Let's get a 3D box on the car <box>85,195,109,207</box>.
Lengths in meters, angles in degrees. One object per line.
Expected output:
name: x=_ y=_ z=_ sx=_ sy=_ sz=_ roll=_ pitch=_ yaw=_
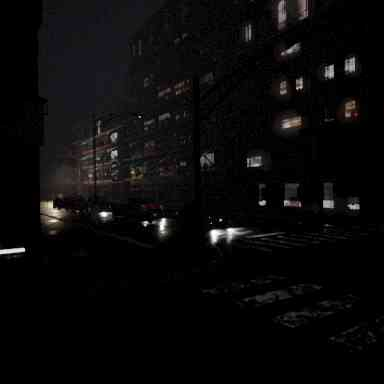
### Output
car: x=-13.821 y=1.266 z=48.271 sx=1.837 sy=1.490 sz=4.892 roll=-1 pitch=1 yaw=-34

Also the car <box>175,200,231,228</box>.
car: x=0.618 y=1.507 z=21.743 sx=1.994 sy=1.385 sz=4.181 roll=-1 pitch=1 yaw=-34

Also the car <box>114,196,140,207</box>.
car: x=-9.025 y=1.265 z=45.964 sx=1.752 sy=1.417 sz=4.829 roll=-1 pitch=1 yaw=-35

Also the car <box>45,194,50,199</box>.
car: x=-34.797 y=1.074 z=83.413 sx=1.752 sy=1.417 sz=4.829 roll=-1 pitch=1 yaw=-35

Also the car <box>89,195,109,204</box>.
car: x=-15.468 y=1.216 z=55.326 sx=1.752 sy=1.417 sz=4.829 roll=-1 pitch=1 yaw=-35

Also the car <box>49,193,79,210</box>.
car: x=-15.829 y=1.312 z=41.072 sx=1.967 sy=1.590 sz=4.097 roll=-1 pitch=1 yaw=-35

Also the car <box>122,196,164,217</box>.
car: x=-4.277 y=1.257 z=28.848 sx=2.097 sy=1.767 sz=4.553 roll=-1 pitch=1 yaw=-35

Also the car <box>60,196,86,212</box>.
car: x=-12.607 y=1.448 z=36.391 sx=2.008 sy=1.369 sz=4.403 roll=-1 pitch=1 yaw=-35

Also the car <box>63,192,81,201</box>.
car: x=-25.038 y=0.934 z=69.227 sx=2.192 sy=1.841 sz=5.009 roll=-1 pitch=1 yaw=-35

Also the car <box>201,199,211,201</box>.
car: x=0.820 y=1.359 z=31.844 sx=1.887 sy=1.381 sz=4.507 roll=-1 pitch=1 yaw=-35

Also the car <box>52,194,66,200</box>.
car: x=-31.479 y=1.123 z=78.592 sx=2.008 sy=1.369 sz=4.403 roll=-1 pitch=1 yaw=-35

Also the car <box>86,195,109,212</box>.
car: x=-9.873 y=1.425 z=36.994 sx=1.994 sy=1.385 sz=4.181 roll=-1 pitch=1 yaw=-35

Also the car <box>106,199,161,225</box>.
car: x=-4.373 y=1.509 z=24.201 sx=1.887 sy=1.381 sz=4.507 roll=-1 pitch=1 yaw=-35
